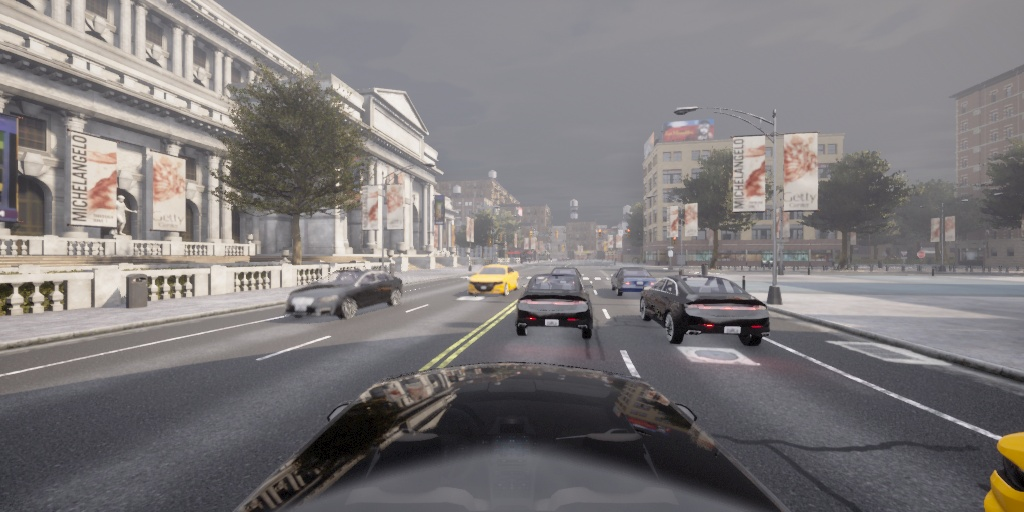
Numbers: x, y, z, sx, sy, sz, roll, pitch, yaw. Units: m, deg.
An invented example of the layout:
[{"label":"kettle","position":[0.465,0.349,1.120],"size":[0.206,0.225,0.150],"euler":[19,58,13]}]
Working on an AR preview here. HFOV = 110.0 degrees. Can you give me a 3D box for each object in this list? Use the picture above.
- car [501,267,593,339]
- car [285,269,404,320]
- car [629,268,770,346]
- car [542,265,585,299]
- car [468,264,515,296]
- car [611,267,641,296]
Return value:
[{"label":"car","position":[1.259,1.242,10.222],"size":[2.128,1.511,4.902],"euler":[0,0,9]},{"label":"car","position":[-5.662,1.241,12.802],"size":[2.128,1.511,4.902],"euler":[0,0,11]},{"label":"car","position":[4.695,1.242,9.450],"size":[2.128,1.511,4.902],"euler":[0,0,9]},{"label":"car","position":[2.924,1.297,19.700],"size":[2.033,1.411,5.357],"euler":[0,0,11]},{"label":"car","position":[-0.852,1.227,19.230],"size":[1.882,1.535,5.008],"euler":[0,0,11]},{"label":"car","position":[6.374,1.297,19.058],"size":[2.033,1.411,5.357],"euler":[0,0,11]}]
